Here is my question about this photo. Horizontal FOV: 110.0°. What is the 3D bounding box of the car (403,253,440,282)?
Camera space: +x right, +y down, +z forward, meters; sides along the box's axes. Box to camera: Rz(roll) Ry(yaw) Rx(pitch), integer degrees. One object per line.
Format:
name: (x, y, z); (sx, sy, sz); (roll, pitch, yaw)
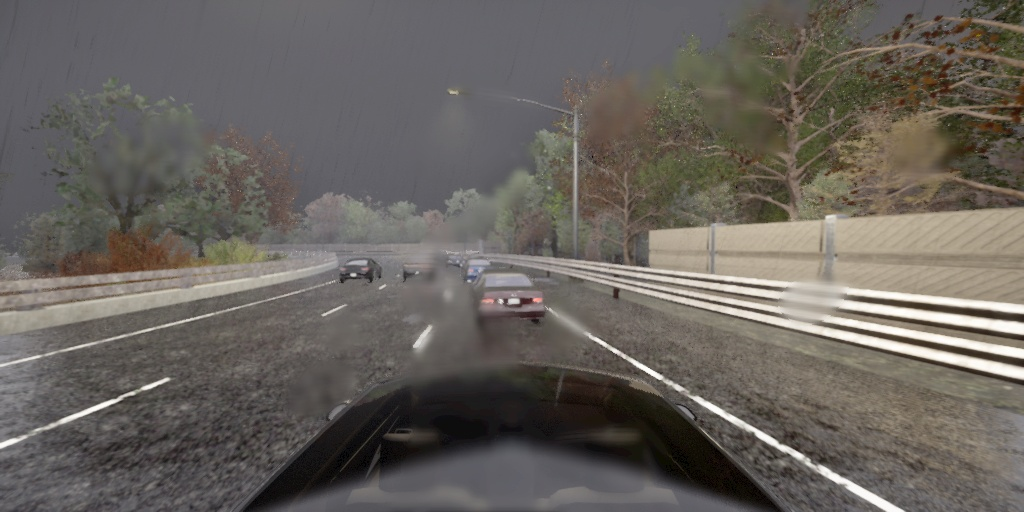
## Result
car: (-5.885, 0.773, 23.030); (2.128, 1.511, 4.902); (0, 1, -12)

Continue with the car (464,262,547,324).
car: (-0.318, 1.087, 11.100); (2.033, 1.411, 5.357); (0, 1, -8)

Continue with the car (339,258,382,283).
car: (-9.255, 0.832, 22.131); (1.812, 1.442, 4.674); (0, 1, -11)

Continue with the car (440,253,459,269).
car: (-5.846, 0.537, 36.075); (2.033, 1.411, 5.357); (0, 1, -18)

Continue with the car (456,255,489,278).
car: (-2.218, 0.831, 22.707); (2.033, 1.411, 5.357); (0, 1, -11)

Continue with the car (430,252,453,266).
car: (-8.657, 0.333, 43.556); (1.837, 1.490, 4.892); (-1, 2, -22)
